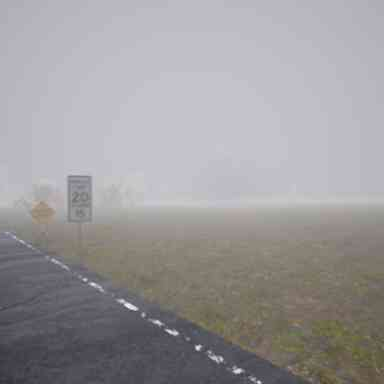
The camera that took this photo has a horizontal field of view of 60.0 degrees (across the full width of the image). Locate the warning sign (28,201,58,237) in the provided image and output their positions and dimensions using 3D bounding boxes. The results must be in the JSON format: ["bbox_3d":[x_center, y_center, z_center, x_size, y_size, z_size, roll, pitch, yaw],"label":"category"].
[{"bbox_3d":[-8.136,1.409,18.110,1.300,1.860,1.060,0,-1,-36],"label":"warning sign"}]
